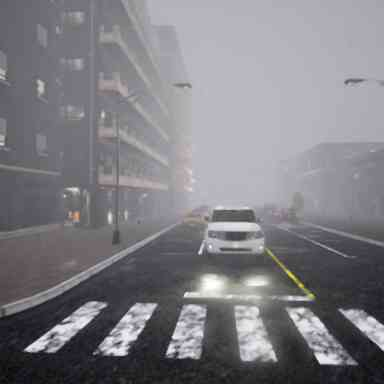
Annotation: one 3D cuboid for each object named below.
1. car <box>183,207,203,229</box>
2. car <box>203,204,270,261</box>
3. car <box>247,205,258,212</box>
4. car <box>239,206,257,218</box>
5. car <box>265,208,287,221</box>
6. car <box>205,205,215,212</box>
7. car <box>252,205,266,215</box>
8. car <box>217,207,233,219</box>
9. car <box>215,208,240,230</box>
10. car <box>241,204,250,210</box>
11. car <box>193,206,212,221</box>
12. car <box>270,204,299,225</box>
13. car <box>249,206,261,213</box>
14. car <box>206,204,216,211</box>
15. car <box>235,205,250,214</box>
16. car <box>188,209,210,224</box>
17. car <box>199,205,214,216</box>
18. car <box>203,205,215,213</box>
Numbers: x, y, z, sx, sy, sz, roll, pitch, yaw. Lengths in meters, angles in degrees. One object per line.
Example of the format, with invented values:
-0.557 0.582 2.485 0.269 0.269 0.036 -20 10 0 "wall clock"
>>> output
0.234 2.234 27.661 1.752 1.417 4.829 -1 -1 5 "car"
1.793 1.611 14.485 2.150 2.045 5.566 0 -1 5 "car"
12.041 3.314 66.669 1.802 1.307 4.206 -1 -2 5 "car"
7.769 2.711 46.910 2.128 1.511 4.902 0 -1 5 "car"
9.633 2.597 38.393 1.802 1.307 4.206 -1 -1 5 "car"
3.694 3.259 67.409 1.887 1.381 4.507 -1 -1 5 "car"
11.093 2.974 55.529 1.752 1.417 4.829 -1 -1 5 "car"
4.292 2.712 43.176 1.895 1.301 4.718 0 -1 5 "car"
2.971 2.211 28.197 1.882 1.535 5.008 0 -1 5 "car"
13.501 3.694 83.804 1.752 1.417 4.829 -1 -2 5 "car"
1.300 2.438 39.135 1.967 1.590 4.097 -1 -1 5 "car"
9.172 2.313 32.741 1.967 1.590 4.097 -1 -1 5 "car"
11.560 3.170 61.013 1.802 1.307 4.206 -1 -2 5 "car"
4.176 3.409 73.065 2.008 1.369 4.403 -1 -2 5 "car"
8.638 2.971 57.167 2.128 1.511 4.902 0 -1 5 "car"
0.783 2.406 33.480 2.008 1.369 4.403 -1 -1 5 "car"
2.242 2.724 50.447 1.967 1.590 4.097 -1 -1 5 "car"
3.212 3.137 61.753 1.947 1.339 4.313 -1 -1 5 "car"
